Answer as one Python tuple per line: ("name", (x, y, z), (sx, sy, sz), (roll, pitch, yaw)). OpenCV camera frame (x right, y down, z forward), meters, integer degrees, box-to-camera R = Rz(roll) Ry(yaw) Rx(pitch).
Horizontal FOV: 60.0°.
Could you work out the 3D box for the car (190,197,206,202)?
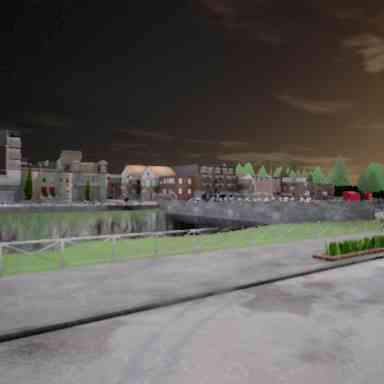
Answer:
("car", (0.866, 1.531, 64.825), (1.812, 1.442, 4.674), (1, 0, -36))
